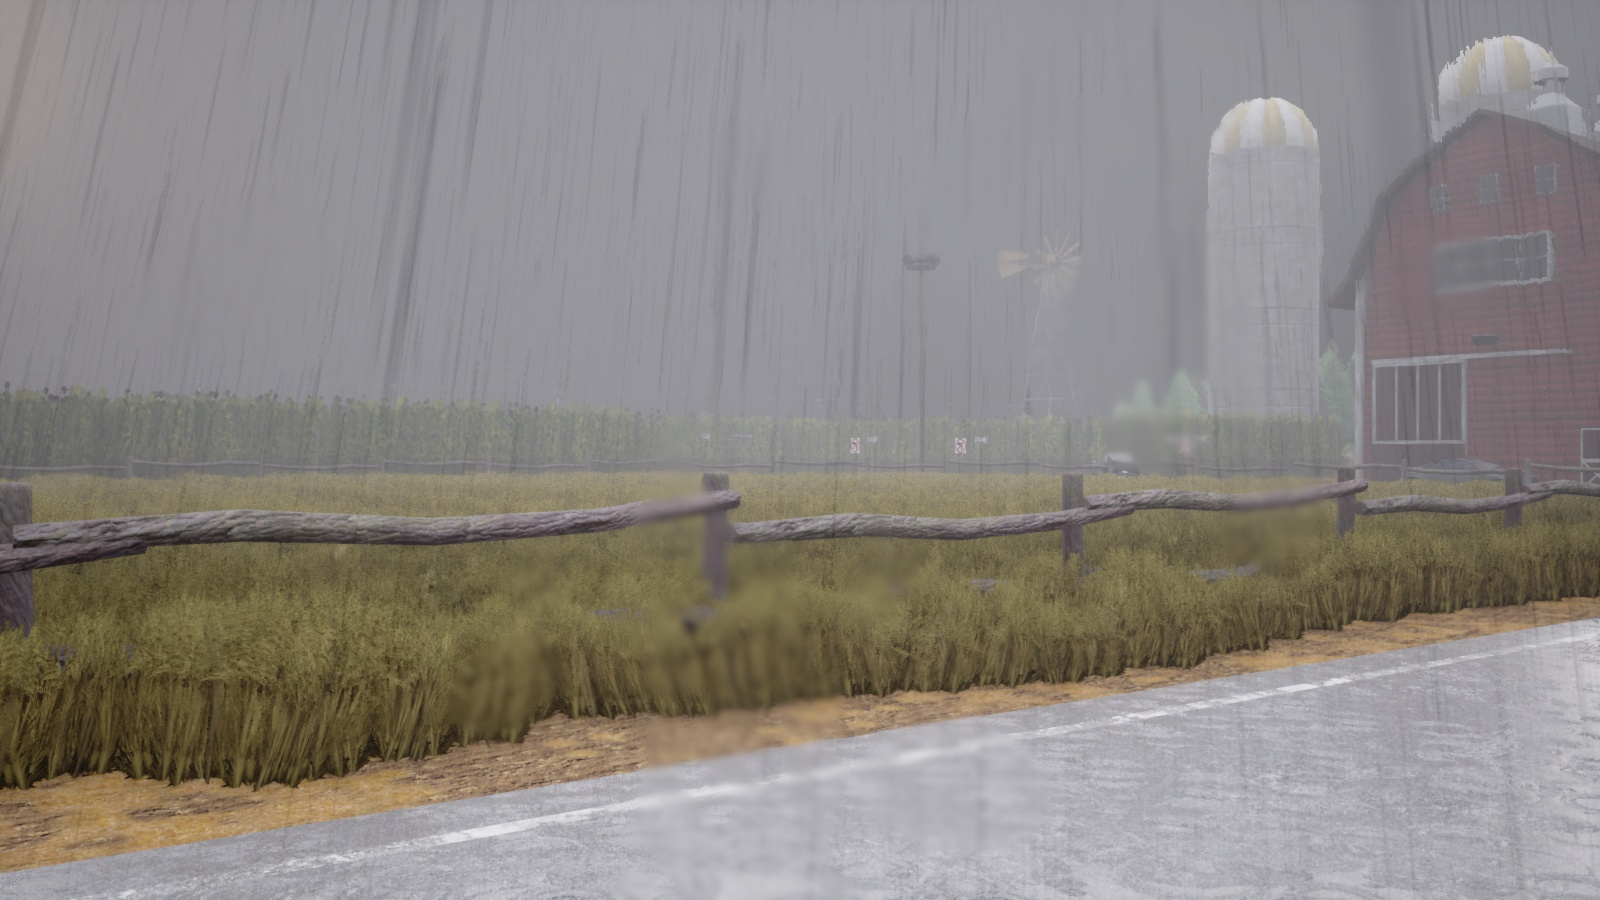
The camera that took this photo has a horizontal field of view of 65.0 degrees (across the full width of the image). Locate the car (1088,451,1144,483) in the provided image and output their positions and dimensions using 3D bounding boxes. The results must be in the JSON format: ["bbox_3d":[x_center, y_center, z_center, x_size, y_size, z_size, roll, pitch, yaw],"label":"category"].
[{"bbox_3d":[15.897,0.844,63.392,1.882,1.535,5.008,0,0,4],"label":"car"}]

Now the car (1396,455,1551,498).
[{"bbox_3d":[22.765,0.864,42.558,1.994,1.385,4.181,0,0,-38],"label":"car"}]
